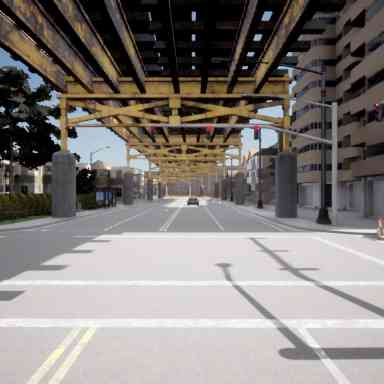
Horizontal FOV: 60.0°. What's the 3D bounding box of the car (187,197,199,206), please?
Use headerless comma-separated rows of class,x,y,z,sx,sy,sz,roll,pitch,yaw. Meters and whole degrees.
car,0.188,1.564,56.209,1.994,1.385,4.181,0,0,0
